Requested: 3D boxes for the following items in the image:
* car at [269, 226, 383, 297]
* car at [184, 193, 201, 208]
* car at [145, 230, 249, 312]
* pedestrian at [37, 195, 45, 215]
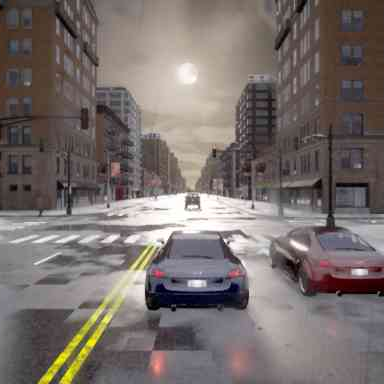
[{"bbox_3d":[3.339,1.563,8.616,1.994,1.385,4.181,0,0,0],"label":"car"},{"bbox_3d":[0.107,1.212,47.302,2.150,2.045,5.566,0,0,0],"label":"car"},{"bbox_3d":[0.089,1.563,7.798,1.994,1.385,4.181,0,0,0],"label":"car"},{"bbox_3d":[-14.138,1.166,31.123,0.375,1.860,0.375,0,0,0],"label":"pedestrian"}]
